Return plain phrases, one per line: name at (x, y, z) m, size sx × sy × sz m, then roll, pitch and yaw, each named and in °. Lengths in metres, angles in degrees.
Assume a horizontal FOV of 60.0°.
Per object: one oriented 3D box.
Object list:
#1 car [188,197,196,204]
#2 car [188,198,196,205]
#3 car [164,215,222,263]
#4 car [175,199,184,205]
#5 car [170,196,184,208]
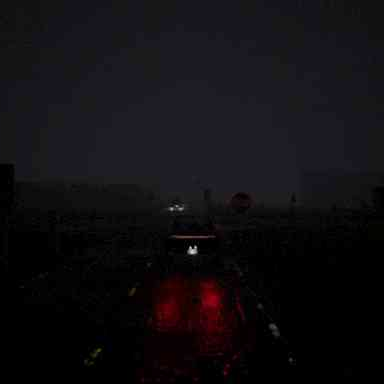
car at (-0.024, 2.167, 84.811) m, size 2.128 × 1.511 × 4.902 m, roll 0°, pitch -1°, yaw 0°
car at (-0.022, 2.211, 74.391) m, size 2.033 × 1.411 × 5.357 m, roll 0°, pitch -1°, yaw 0°
car at (0.038, 1.586, 12.323) m, size 2.128 × 1.511 × 4.902 m, roll 0°, pitch 0°, yaw 0°
car at (-2.771, 2.239, 75.824) m, size 1.994 × 1.385 × 4.181 m, roll 0°, pitch -1°, yaw 0°
car at (-2.811, 1.752, 60.608) m, size 2.150 × 2.045 × 5.566 m, roll 0°, pitch 0°, yaw 1°
